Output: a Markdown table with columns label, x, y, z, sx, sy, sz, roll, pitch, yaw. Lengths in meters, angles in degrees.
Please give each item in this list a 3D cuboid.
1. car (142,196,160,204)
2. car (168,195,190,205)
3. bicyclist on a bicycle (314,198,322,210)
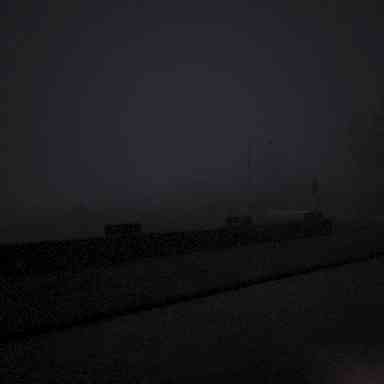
| label | x | y | z | sx | sy | sz | roll | pitch | yaw |
| --- | --- | --- | --- | --- | --- | --- | --- | --- | --- |
| car | -8.129 | 1.478 | 65.481 | 1.882 | 1.535 | 5.008 | 0 | 0 | -35 |
| car | -2.258 | 1.352 | 57.328 | 2.097 | 1.767 | 4.553 | 0 | 0 | -35 |
| bicyclist on a bicycle | 15.231 | 1.349 | 40.125 | 1.656 | 1.620 | 0.582 | 0 | 0 | -35 |
